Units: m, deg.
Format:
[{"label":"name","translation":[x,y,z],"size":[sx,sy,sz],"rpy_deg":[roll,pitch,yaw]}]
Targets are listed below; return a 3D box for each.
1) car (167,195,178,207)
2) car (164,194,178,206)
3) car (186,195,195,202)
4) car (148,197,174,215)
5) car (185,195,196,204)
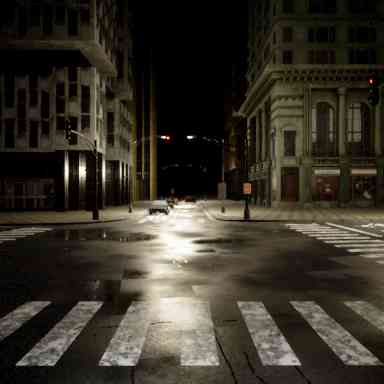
[{"label":"car","translation":[-3.279,1.459,43.592],"size":[2.128,1.511,4.902],"rpy_deg":[0,0,0]},{"label":"car","translation":[-3.347,1.300,53.891],"size":[2.097,1.767,4.553],"rpy_deg":[0,0,0]},{"label":"car","translation":[-0.404,1.455,73.734],"size":[1.994,1.385,4.181],"rpy_deg":[0,0,0]},{"label":"car","translation":[-3.206,1.529,33.647],"size":[2.033,1.411,5.357],"rpy_deg":[0,0,0]},{"label":"car","translation":[-0.239,1.452,63.922],"size":[1.812,1.442,4.674],"rpy_deg":[0,0,0]}]
